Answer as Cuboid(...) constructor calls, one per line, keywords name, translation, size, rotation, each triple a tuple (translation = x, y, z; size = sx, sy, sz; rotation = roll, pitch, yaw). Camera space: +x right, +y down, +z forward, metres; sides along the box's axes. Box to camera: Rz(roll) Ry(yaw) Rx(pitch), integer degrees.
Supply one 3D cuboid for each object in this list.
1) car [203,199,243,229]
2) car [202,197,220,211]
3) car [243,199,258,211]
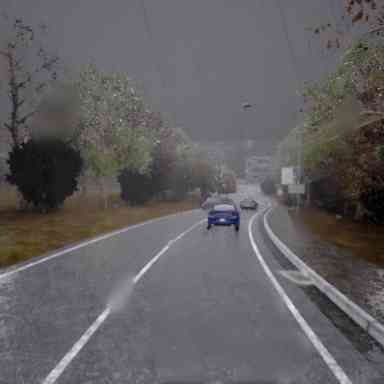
Cuboid(name="car", translation=(2.159, 1.464, 21.538), size=(1.882, 1.535, 5.008), rotation=(1, 0, 9))
Cuboid(name="car", translation=(2.486, 1.417, 39.099), size=(1.837, 1.490, 4.892), rotation=(1, 0, 16))
Cuboid(name="car", translation=(7.230, 1.579, 42.147), size=(1.994, 1.385, 4.181), rotation=(2, 0, 16))
